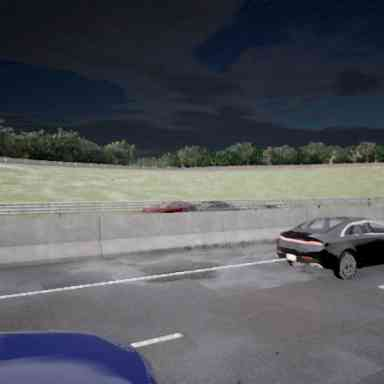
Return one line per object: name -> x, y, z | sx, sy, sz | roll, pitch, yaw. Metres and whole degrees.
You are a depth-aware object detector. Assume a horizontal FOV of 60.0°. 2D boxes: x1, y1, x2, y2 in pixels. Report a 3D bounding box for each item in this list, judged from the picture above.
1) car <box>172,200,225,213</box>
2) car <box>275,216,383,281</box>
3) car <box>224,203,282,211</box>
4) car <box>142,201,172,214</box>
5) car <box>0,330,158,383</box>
car -> 1.315, 1.478, 24.158 | 4.892, 1.490, 1.837 | 0, 0, -29
car -> 4.690, 1.473, 9.797 | 4.902, 1.511, 2.128 | 0, 0, -29
car -> 4.597, 1.537, 21.973 | 4.181, 1.385, 1.994 | 0, 0, -29
car -> -1.555, 1.450, 26.570 | 5.008, 1.535, 1.882 | 0, 0, -29
car -> -2.426, 1.528, 1.860 | 4.674, 1.442, 1.812 | 0, 0, -29
